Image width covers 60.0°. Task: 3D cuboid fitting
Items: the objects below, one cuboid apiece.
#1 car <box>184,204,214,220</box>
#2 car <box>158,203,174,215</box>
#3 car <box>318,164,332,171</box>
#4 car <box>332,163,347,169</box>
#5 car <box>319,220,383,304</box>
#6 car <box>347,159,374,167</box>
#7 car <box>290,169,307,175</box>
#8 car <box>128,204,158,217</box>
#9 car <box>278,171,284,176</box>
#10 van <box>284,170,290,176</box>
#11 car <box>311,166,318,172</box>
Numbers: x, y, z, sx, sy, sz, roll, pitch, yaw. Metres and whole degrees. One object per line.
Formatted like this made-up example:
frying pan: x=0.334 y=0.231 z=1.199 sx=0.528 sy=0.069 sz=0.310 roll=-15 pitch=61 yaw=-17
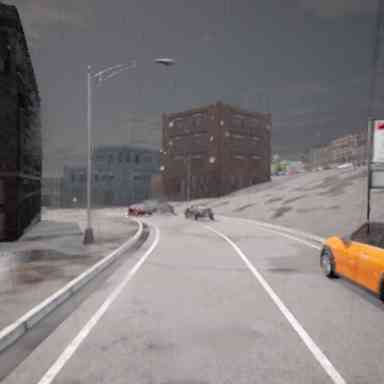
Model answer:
car: x=0.644 y=1.907 z=31.909 sx=1.812 sy=1.442 sz=4.674 roll=0 pitch=-1 yaw=-18
car: x=-3.966 y=2.193 z=43.038 sx=1.837 sy=1.490 sz=4.892 roll=0 pitch=-1 yaw=-30
car: x=25.330 y=-4.300 z=60.164 sx=2.185 sy=1.767 sz=4.553 roll=0 pitch=1 yaw=-1
car: x=25.400 y=-4.062 z=54.490 sx=2.002 sy=1.452 sz=4.674 roll=0 pitch=1 yaw=-1
car: x=4.602 y=1.410 z=7.484 sx=2.097 sy=1.767 sz=4.553 roll=0 pitch=0 yaw=1
car: x=25.470 y=-4.157 z=48.996 sx=2.185 sy=1.767 sz=4.553 roll=0 pitch=1 yaw=-1
car: x=25.121 y=-4.363 z=76.700 sx=2.231 sy=1.521 sz=4.892 roll=0 pitch=1 yaw=-1
car: x=-6.095 y=2.096 z=38.959 sx=1.882 sy=1.535 sz=5.008 roll=0 pitch=-2 yaw=-27
car: x=24.983 y=-4.426 z=87.739 sx=2.002 sy=1.452 sz=4.674 roll=0 pitch=0 yaw=-1
van: x=25.055 y=-4.642 z=82.095 sx=1.878 sy=1.987 sz=4.442 roll=0 pitch=0 yaw=-1
car: x=25.261 y=-4.367 z=65.684 sx=2.185 sy=1.767 sz=4.553 roll=0 pitch=1 yaw=-1
